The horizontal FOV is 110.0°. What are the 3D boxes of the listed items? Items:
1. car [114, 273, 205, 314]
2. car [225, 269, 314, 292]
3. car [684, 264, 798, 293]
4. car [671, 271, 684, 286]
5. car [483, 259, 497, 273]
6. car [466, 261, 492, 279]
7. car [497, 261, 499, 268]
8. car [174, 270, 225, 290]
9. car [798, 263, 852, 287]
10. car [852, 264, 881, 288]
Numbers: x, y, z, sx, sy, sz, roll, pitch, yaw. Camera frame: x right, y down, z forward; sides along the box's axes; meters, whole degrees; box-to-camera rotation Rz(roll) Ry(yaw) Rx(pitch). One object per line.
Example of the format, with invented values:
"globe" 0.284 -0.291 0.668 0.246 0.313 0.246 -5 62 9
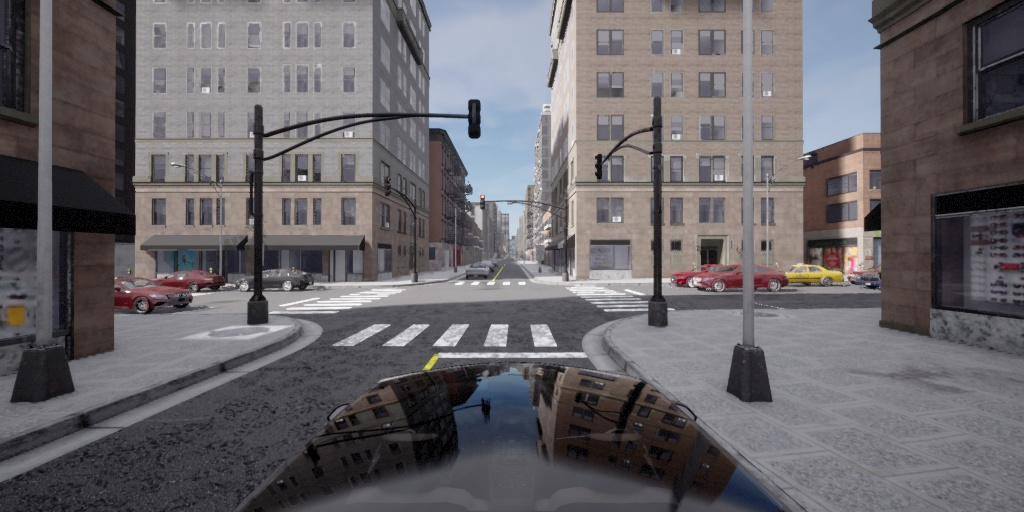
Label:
"car" -14.664 1.451 13.658 4.207 1.307 1.802 0 0 0
"car" -14.638 1.458 22.183 4.403 1.370 2.007 0 0 0
"car" 12.182 1.158 19.265 4.674 1.442 1.812 -1 0 1
"car" 12.125 1.190 22.020 4.507 1.381 1.888 0 0 0
"car" -3.127 1.252 43.847 1.812 1.442 4.674 0 0 0
"car" -3.122 1.341 32.818 1.895 1.301 4.718 0 0 -1
"car" -3.134 1.201 58.075 1.837 1.490 4.892 0 0 0
"car" -20.166 1.545 22.217 4.207 1.307 1.802 0 0 0
"car" 17.447 1.117 21.987 4.829 1.417 1.751 0 0 0
"car" 21.768 1.087 19.204 5.357 1.411 2.033 -1 0 1
